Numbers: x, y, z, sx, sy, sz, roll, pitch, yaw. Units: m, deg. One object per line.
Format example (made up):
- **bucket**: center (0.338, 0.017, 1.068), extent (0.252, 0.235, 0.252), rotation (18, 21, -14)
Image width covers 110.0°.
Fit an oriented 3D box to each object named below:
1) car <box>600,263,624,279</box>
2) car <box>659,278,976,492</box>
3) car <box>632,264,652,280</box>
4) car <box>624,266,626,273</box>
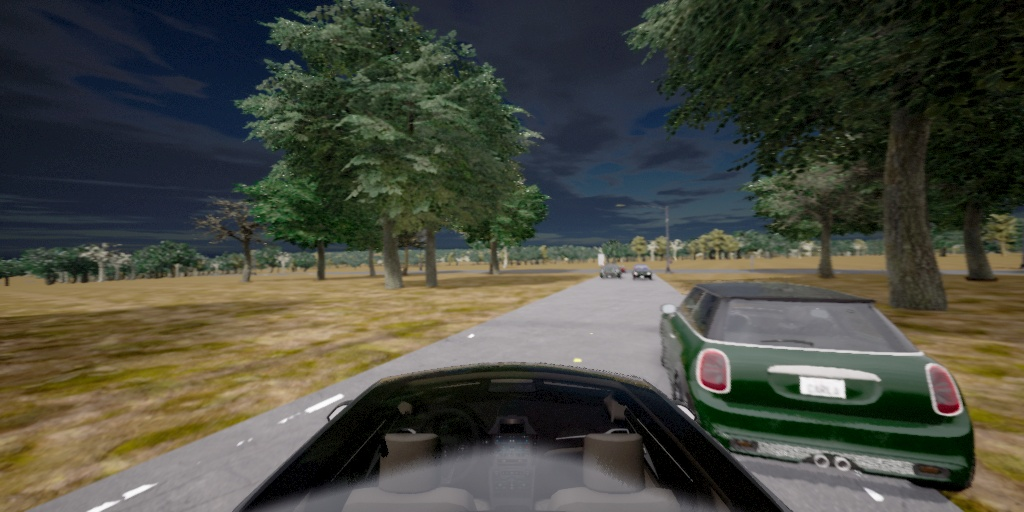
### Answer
- **car**: center (10.866, 1.576, 39.384), extent (2.097, 1.767, 4.553), rotation (-1, -1, 19)
- **car**: center (3.255, 1.121, 4.961), extent (2.097, 1.767, 4.553), rotation (-1, -1, 19)
- **car**: center (13.311, 1.771, 36.736), extent (1.895, 1.301, 4.718), rotation (-1, -1, 20)
- **car**: center (17.190, 2.119, 57.230), extent (1.895, 1.301, 4.718), rotation (-1, -1, 19)
